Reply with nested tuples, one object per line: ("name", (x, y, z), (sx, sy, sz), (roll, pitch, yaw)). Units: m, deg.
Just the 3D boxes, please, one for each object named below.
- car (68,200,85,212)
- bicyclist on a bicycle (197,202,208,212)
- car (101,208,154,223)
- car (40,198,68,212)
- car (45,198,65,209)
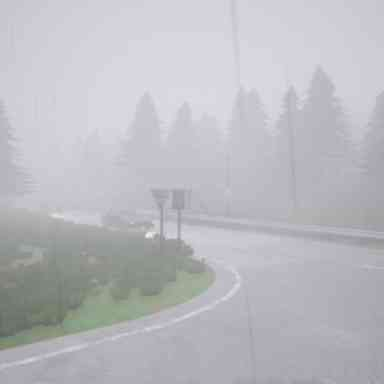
("car", (-15.702, 1.763, 44.370), (2.128, 1.511, 4.902), (1, 0, -35))
("bicyclist on a bicycle", (0.906, 1.600, 26.957), (1.656, 1.620, 0.582), (-11, 6, -35))
("car", (-4.486, 1.782, 22.431), (2.033, 1.411, 5.357), (1, 0, -36))
("car", (-16.917, 1.727, 39.864), (2.128, 1.511, 4.902), (1, -1, -35))
("car", (-21.774, 1.776, 52.783), (1.837, 1.490, 4.892), (1, 0, -36))
